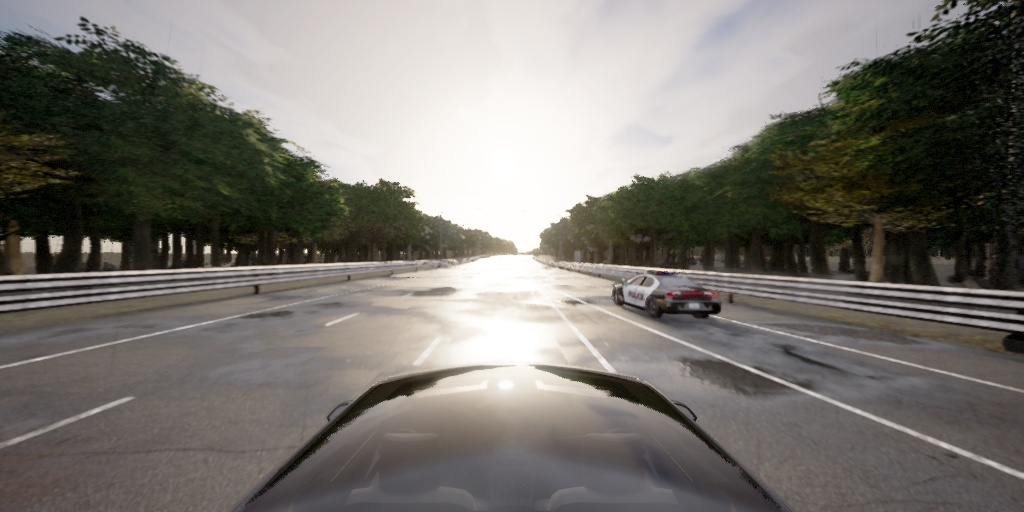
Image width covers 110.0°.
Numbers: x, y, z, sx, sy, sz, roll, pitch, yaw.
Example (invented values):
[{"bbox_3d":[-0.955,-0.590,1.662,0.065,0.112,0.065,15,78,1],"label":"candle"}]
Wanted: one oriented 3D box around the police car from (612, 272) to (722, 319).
[{"bbox_3d":[5.412,1.373,13.510,2.038,1.542,4.974,1,0,-6],"label":"police car"}]
